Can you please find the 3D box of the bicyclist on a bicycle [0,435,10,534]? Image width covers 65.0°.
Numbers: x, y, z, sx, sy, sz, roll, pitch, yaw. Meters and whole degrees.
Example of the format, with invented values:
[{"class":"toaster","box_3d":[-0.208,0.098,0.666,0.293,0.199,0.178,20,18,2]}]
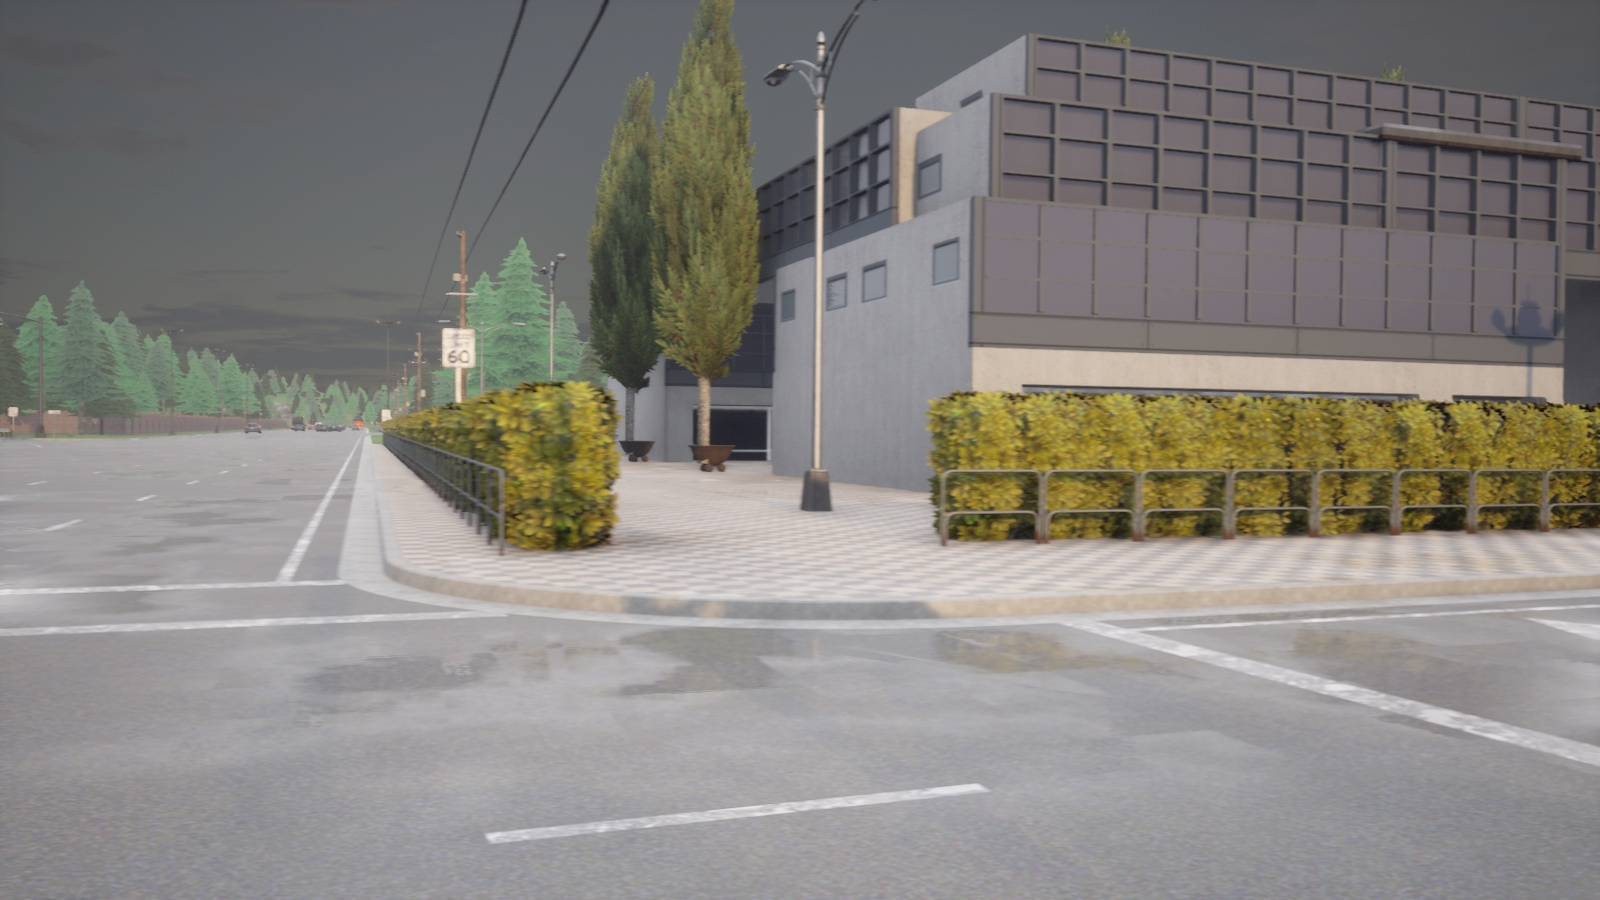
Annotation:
[{"class":"bicyclist on a bicycle","box_3d":[-13.203,0.566,20.068,0.582,1.620,1.656,-1,1,-19]}]
